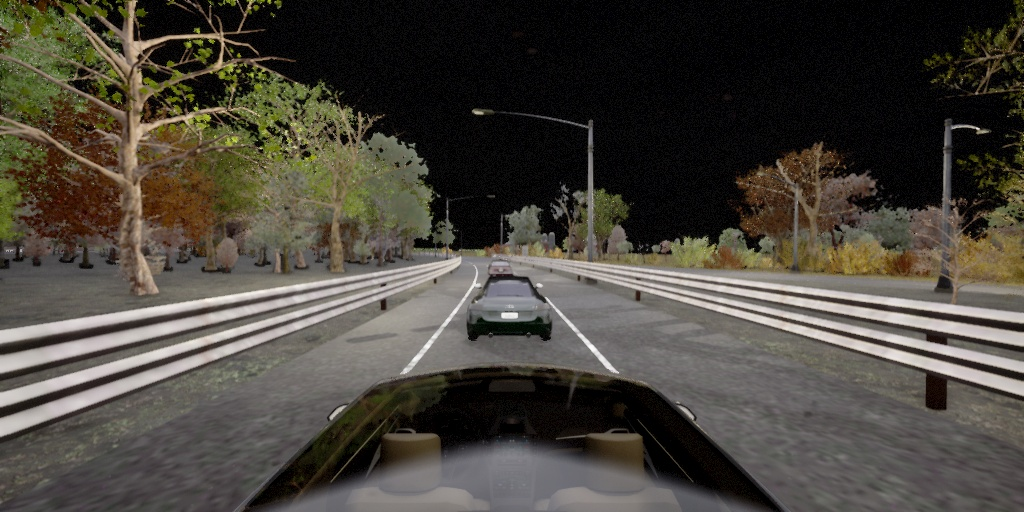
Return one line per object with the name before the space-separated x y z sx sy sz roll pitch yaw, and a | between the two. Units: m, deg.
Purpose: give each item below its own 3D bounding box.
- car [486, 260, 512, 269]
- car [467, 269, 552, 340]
car | -0.962 1.019 27.496 2.033 1.411 5.357 0 1 -4
car | -0.088 1.230 9.743 1.994 1.385 4.181 0 1 -1
